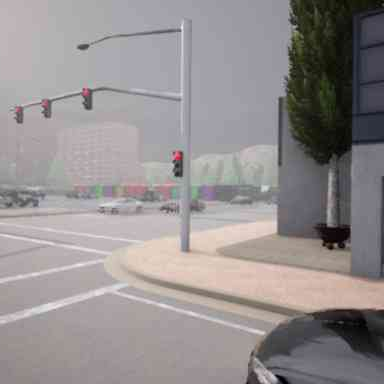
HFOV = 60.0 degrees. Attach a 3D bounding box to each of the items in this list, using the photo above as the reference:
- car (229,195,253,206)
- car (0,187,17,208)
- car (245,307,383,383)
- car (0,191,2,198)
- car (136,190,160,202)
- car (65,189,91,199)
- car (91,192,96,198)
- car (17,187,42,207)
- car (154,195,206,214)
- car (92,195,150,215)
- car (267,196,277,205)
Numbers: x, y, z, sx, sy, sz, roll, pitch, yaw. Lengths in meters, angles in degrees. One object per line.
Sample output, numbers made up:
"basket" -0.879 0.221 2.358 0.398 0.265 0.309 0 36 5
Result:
"car" 7.205 1.227 48.151 1.812 1.442 4.674 1 0 37
"car" -20.590 0.663 34.587 4.605 1.855 1.932 1 1 35
"car" 2.700 1.506 2.038 4.902 1.511 2.128 1 1 36
"car" -38.942 0.438 64.981 3.905 1.438 1.784 1 1 35
"car" -7.599 0.661 52.980 3.866 1.878 1.905 1 1 35
"car" -21.928 0.426 63.059 4.605 1.855 1.932 1 1 35
"car" -20.209 0.636 65.391 3.905 1.438 1.784 1 1 35
"car" -18.877 0.666 36.922 3.866 1.878 1.905 1 1 35
"car" -0.758 1.293 31.649 2.033 1.411 5.357 1 1 37
"car" -6.338 1.224 29.949 1.812 1.442 4.674 1 1 36
"car" 12.818 1.274 49.770 1.812 1.442 4.674 1 0 37
